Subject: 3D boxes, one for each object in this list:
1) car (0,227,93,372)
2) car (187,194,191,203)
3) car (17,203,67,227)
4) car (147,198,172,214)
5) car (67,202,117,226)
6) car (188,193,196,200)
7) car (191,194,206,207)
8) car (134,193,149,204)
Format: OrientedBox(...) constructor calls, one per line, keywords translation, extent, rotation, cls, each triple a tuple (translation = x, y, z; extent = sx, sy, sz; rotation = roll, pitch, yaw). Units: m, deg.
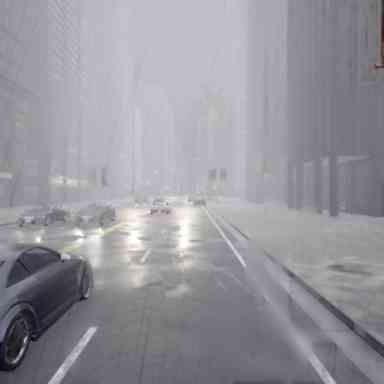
OrientedBox(translation=(-3.147, 1.561, 5.639), extent=(1.994, 1.385, 4.181), rotation=(0, 0, 0), cls="car")
OrientedBox(translation=(0.029, 1.537, 70.503), extent=(1.994, 1.385, 4.181), rotation=(0, 0, 0), cls="car")
OrientedBox(translation=(-9.833, 1.480, 22.395), extent=(2.128, 1.511, 4.902), rotation=(0, 0, 0), cls="car")
OrientedBox(translation=(-3.137, 1.584, 34.418), extent=(1.895, 1.301, 4.718), rotation=(0, 0, 0), cls="car")
OrientedBox(translation=(-6.582, 1.480, 23.205), extent=(2.128, 1.511, 4.902), rotation=(0, 0, 0), cls="car")
OrientedBox(translation=(0.039, 1.243, 94.184), extent=(2.097, 1.767, 4.553), rotation=(0, 0, 0), cls="car")
OrientedBox(translation=(1.159, 1.460, 51.095), extent=(1.882, 1.535, 5.008), rotation=(0, 0, 0), cls="car")
OrientedBox(translation=(-9.729, 1.232, 64.793), extent=(2.150, 2.045, 5.566), rotation=(0, 0, 0), cls="car")
